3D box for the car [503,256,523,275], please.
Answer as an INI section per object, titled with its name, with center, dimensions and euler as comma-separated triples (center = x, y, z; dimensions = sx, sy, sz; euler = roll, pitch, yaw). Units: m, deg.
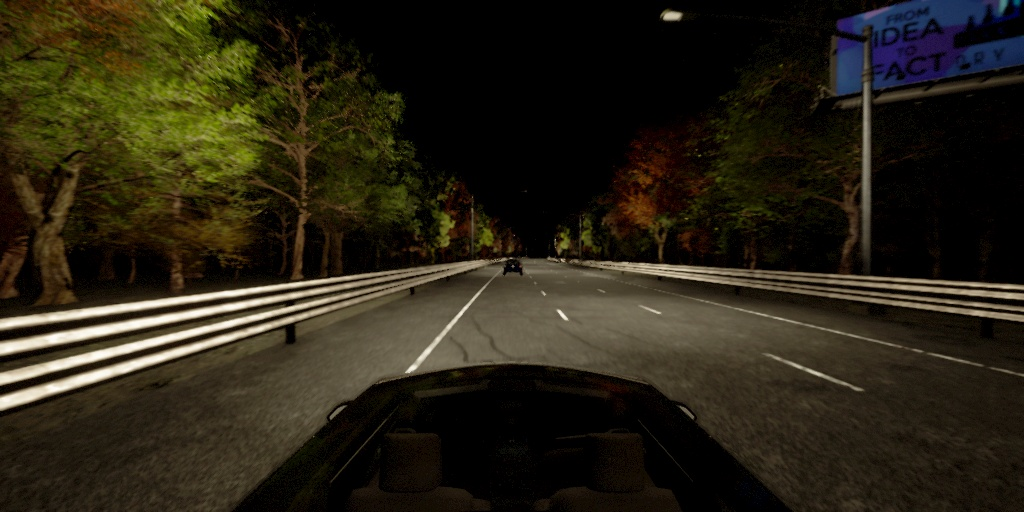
[car]
center = 0.148, 1.129, 39.752
dimensions = 2.097, 1.767, 4.553
euler = 0, 0, 1
